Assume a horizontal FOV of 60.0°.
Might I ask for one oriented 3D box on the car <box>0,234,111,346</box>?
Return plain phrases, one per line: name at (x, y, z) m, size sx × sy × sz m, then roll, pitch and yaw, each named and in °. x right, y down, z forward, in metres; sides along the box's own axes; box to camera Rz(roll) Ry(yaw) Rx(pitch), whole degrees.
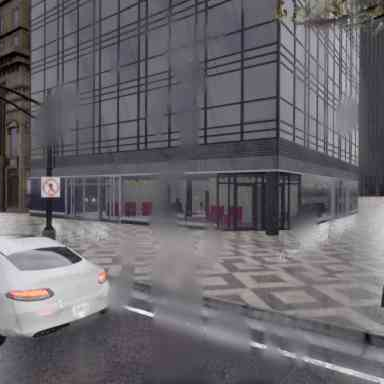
car at (-3.487, 1.524, 6.168) m, size 4.674 × 1.442 × 1.812 m, roll 0°, pitch 0°, yaw 35°
